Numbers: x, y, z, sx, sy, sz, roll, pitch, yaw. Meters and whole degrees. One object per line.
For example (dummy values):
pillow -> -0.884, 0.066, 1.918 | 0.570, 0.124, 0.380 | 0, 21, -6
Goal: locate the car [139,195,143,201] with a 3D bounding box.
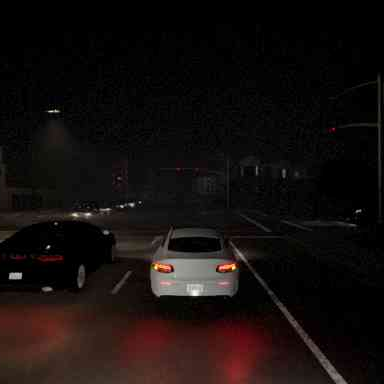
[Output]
car -> -14.009, 1.538, 86.639 | 2.097, 1.767, 4.553 | 0, 0, 0

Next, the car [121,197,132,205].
car -> -14.019, 1.911, 66.465 | 2.033, 1.411, 5.357 | 0, 1, 0

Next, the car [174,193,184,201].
car -> -3.509, 1.411, 87.343 | 2.150, 2.045, 5.566 | 0, 0, 0

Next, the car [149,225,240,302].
car -> 0.066, 1.540, 8.185 | 1.812, 1.442, 4.674 | 0, 0, 0

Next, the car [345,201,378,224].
car -> 14.246, 1.491, 25.507 | 4.553, 1.767, 2.097 | 0, -1, 0

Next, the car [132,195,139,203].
car -> -14.008, 1.822, 76.343 | 1.895, 1.301, 4.718 | 0, 1, 0

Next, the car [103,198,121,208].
car -> -14.089, 1.923, 56.158 | 2.128, 1.511, 4.902 | 0, 0, 0

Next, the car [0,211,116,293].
car -> -3.430, 1.498, 8.971 | 1.882, 1.535, 5.008 | 0, 0, 0

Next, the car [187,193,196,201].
car -> -0.009, 1.414, 89.313 | 2.150, 2.045, 5.566 | 0, -1, 0

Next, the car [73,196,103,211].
car -> -14.103, 1.587, 44.730 | 2.150, 2.045, 5.566 | 0, -1, 0
